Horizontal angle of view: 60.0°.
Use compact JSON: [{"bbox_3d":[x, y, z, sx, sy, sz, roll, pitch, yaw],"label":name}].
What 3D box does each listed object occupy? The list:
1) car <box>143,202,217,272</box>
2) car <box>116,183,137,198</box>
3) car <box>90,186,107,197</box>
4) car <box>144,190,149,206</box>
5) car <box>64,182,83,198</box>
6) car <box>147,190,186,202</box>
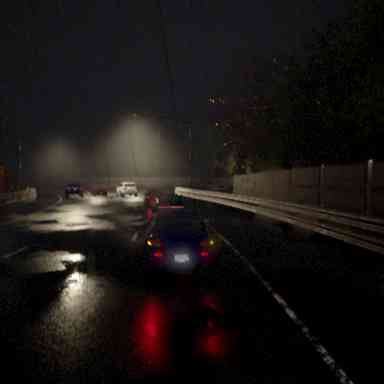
[{"bbox_3d":[-0.420,1.234,9.698,1.812,1.442,4.674,0,2,-5],"label":"car"},{"bbox_3d":[-9.298,-0.320,47.208,2.150,2.045,5.566,0,2,-23],"label":"car"},{"bbox_3d":[-13.470,-0.112,47.916,1.882,1.535,5.008,0,2,-24],"label":"car"},{"bbox_3d":[-3.531,0.527,31.263,1.812,1.442,4.674,0,2,-11],"label":"car"},{"bbox_3d":[-16.335,-0.321,45.882,2.150,2.045,5.566,0,2,-24],"label":"car"},{"bbox_3d":[-1.359,0.902,18.917,2.128,1.511,4.902,0,2,-7],"label":"car"}]
